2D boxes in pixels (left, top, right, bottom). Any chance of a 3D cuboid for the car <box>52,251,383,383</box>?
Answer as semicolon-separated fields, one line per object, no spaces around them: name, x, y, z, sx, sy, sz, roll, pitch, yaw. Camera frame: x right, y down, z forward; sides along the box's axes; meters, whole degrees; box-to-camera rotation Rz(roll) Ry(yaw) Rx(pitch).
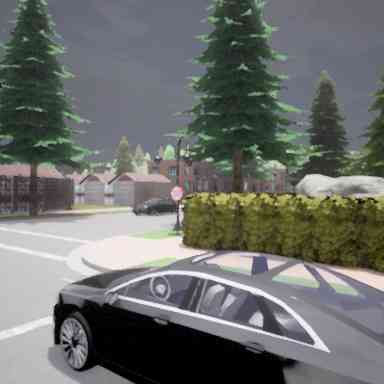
car;0.267;1.471;3.887;4.902;1.511;2.128;1;0;38

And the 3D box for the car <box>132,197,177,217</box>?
car;-3.054;1.259;28.818;1.837;1.490;4.892;1;1;35
